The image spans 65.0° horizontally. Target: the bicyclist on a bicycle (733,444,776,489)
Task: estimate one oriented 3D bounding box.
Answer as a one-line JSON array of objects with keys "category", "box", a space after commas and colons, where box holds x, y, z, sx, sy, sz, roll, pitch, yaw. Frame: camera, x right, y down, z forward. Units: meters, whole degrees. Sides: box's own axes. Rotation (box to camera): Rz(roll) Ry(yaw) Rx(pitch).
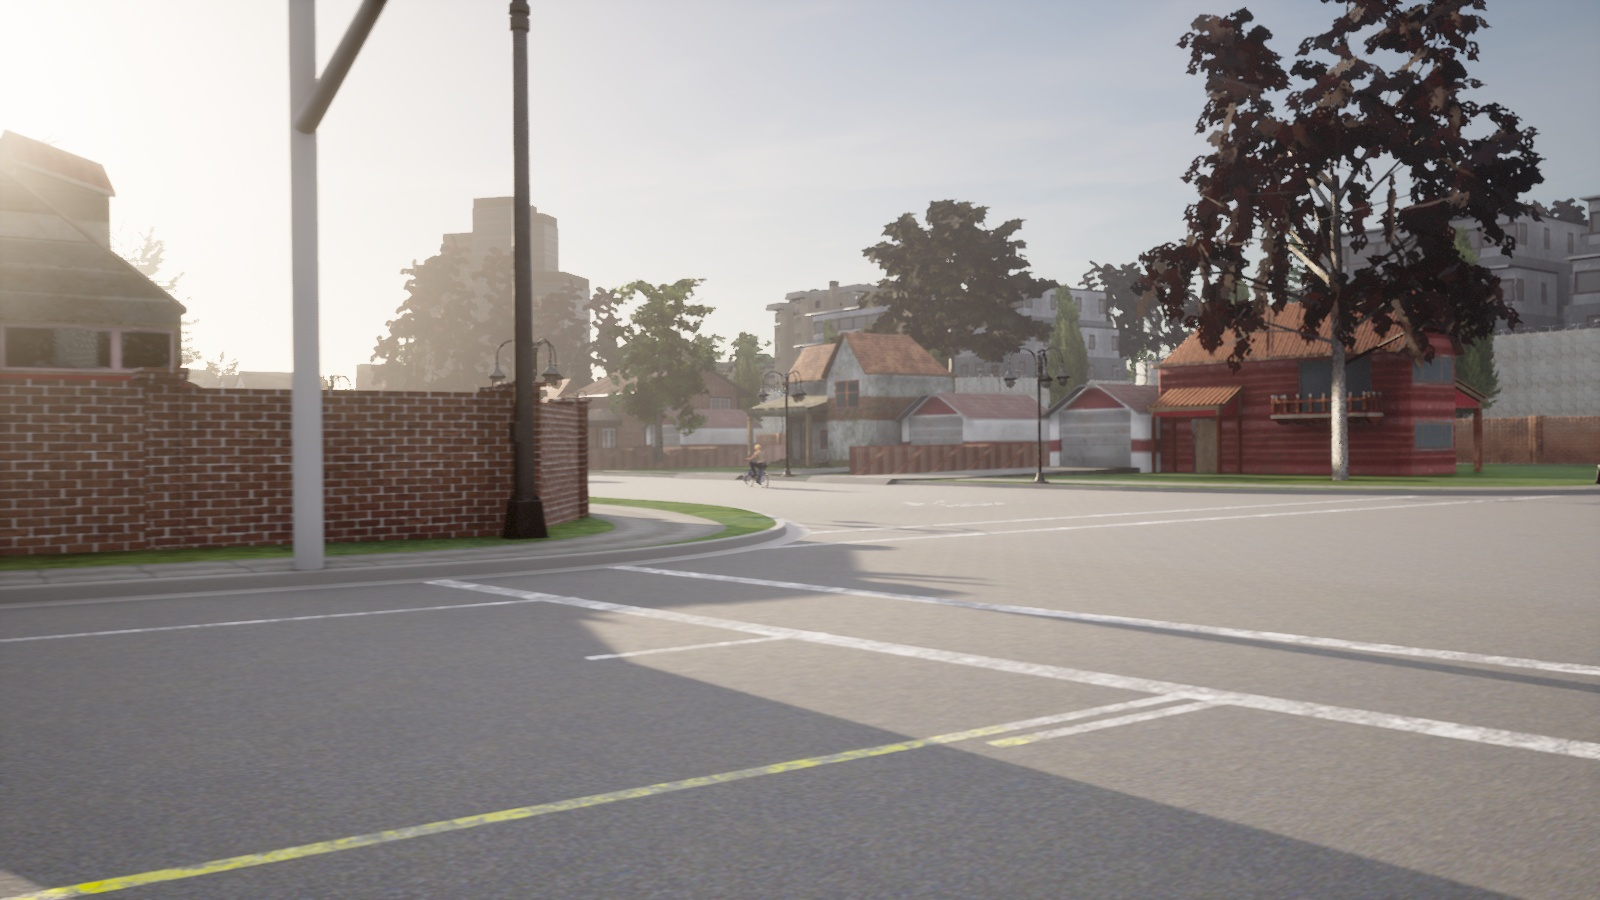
[{"category": "bicyclist on a bicycle", "box": [-1.695, 0.591, 46.253, 0.866, 1.612, 1.509, -1, 0, -36]}]
